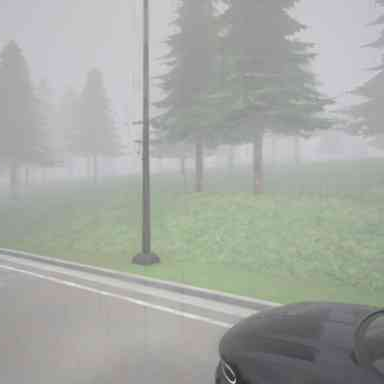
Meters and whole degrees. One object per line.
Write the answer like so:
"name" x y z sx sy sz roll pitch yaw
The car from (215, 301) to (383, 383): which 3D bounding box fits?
"car" 2.499 1.477 2.210 5.008 1.535 1.882 0 0 36
